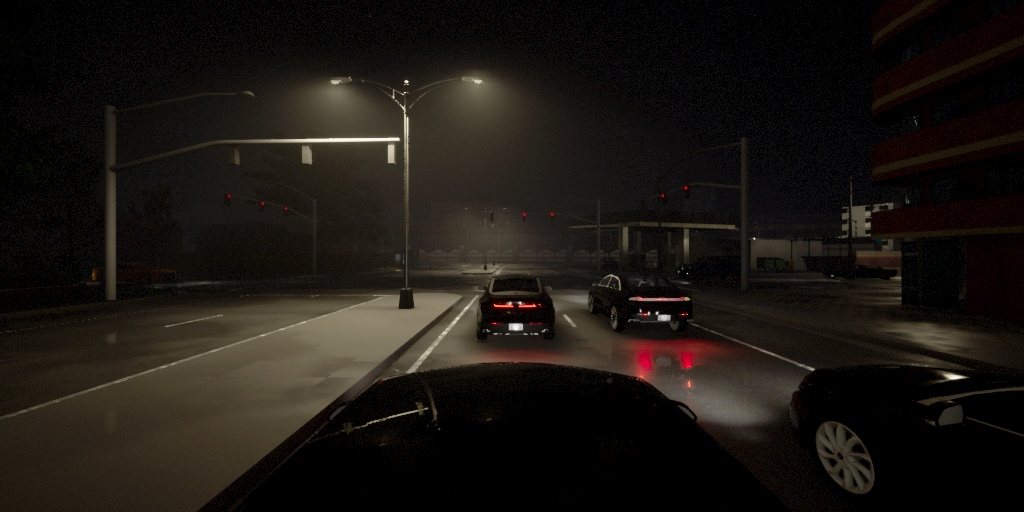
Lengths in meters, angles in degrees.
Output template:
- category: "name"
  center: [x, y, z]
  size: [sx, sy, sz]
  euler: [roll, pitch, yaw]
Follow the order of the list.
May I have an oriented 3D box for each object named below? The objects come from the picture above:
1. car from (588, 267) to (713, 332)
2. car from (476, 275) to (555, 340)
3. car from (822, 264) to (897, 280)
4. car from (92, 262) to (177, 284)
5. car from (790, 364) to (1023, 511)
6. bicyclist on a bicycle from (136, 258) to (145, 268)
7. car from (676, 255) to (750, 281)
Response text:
- category: "car"
  center: [3.604, 1.242, 10.871]
  size: [2.128, 1.511, 4.902]
  euler: [0, 0, 0]
- category: "car"
  center: [0.097, 1.255, 10.016]
  size: [1.837, 1.490, 4.892]
  euler: [0, 0, 0]
- category: "car"
  center: [29.023, 1.351, 30.040]
  size: [4.718, 1.301, 1.895]
  euler: [0, 0, -1]
- category: "car"
  center: [-27.587, 1.228, 26.331]
  size: [5.008, 1.535, 1.882]
  euler: [0, 0, 0]
- category: "car"
  center: [3.600, 1.255, 1.463]
  size: [1.837, 1.490, 4.892]
  euler: [0, 0, 0]
- category: "bicyclist on a bicycle"
  center: [-38.222, 1.053, 36.751]
  size: [0.582, 1.620, 1.656]
  euler: [0, 0, 0]
- category: "car"
  center: [16.637, 0.972, 29.864]
  size: [5.566, 2.045, 2.150]
  euler: [0, 0, -1]
